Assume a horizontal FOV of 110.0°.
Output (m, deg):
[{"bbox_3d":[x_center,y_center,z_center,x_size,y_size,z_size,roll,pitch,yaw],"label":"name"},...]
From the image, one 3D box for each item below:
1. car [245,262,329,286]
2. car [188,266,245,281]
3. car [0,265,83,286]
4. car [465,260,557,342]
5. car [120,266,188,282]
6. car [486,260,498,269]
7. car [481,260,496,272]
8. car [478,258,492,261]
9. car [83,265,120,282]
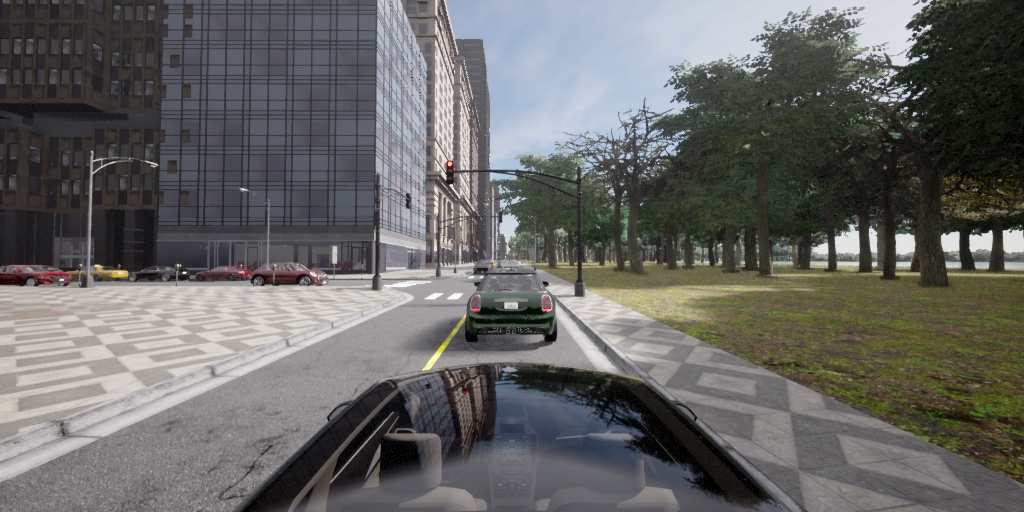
[{"bbox_3d":[-13.599,1.119,22.174,4.097,1.591,1.967,0,0,-1],"label":"car"},{"bbox_3d":[-24.575,1.493,30.649,4.207,1.307,1.802,0,0,0],"label":"car"},{"bbox_3d":[-30.030,1.234,22.103,4.507,1.381,1.888,0,0,0],"label":"car"},{"bbox_3d":[-0.010,1.108,9.968,2.097,1.767,4.553,0,0,0],"label":"car"},{"bbox_3d":[-30.061,1.480,30.626,4.313,1.339,1.948,0,0,0],"label":"car"},{"bbox_3d":[-3.245,1.428,59.829,1.812,1.442,4.674,0,0,0],"label":"car"},{"bbox_3d":[-3.235,1.341,50.263,1.882,1.535,5.008,0,0,0],"label":"car"},{"bbox_3d":[-3.218,1.180,41.241,2.097,1.767,4.553,0,0,0],"label":"car"},{"bbox_3d":[-35.719,1.443,30.601,4.829,1.417,1.751,0,0,0],"label":"car"}]
